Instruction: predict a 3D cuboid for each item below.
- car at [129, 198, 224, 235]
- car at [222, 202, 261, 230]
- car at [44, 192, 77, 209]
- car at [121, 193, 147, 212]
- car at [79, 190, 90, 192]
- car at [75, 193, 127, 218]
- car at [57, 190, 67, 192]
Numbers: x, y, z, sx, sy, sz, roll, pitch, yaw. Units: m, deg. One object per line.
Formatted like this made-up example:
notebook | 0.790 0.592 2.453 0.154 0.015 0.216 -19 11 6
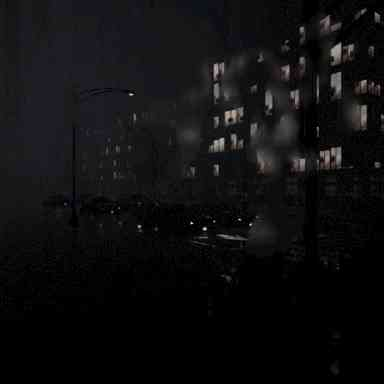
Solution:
car | -1.040 1.292 17.663 2.033 1.411 5.357 0 1 -38
car | 1.566 1.289 19.662 2.033 1.411 5.357 0 1 -36
car | -13.255 0.947 33.186 1.994 1.385 4.181 0 1 -38
car | -4.625 0.911 27.462 2.097 1.767 4.553 0 1 -38
car | -18.092 0.485 55.463 2.128 1.511 4.902 0 1 -38
car | -7.054 1.092 25.288 1.812 1.442 4.674 0 1 -38
car | -25.424 0.299 64.814 1.812 1.442 4.674 0 1 -38
